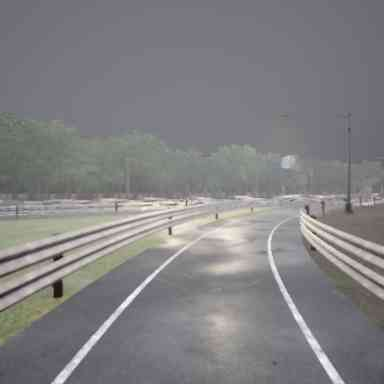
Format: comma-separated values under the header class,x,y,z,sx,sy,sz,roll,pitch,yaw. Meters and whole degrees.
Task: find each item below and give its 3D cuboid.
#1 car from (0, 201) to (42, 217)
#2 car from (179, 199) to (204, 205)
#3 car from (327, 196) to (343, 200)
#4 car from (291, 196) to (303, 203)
class,x,y,z,sx,sy,sz,roll,pitch,yaw
car,-19.027,1.739,36.664,4.553,1.767,2.097,0,0,-39
car,0.447,1.772,52.539,5.357,1.411,2.033,-1,0,-39
car,34.612,1.569,80.384,4.718,1.301,1.895,0,0,-39
car,21.442,1.596,69.648,5.357,1.411,2.033,0,0,-39
